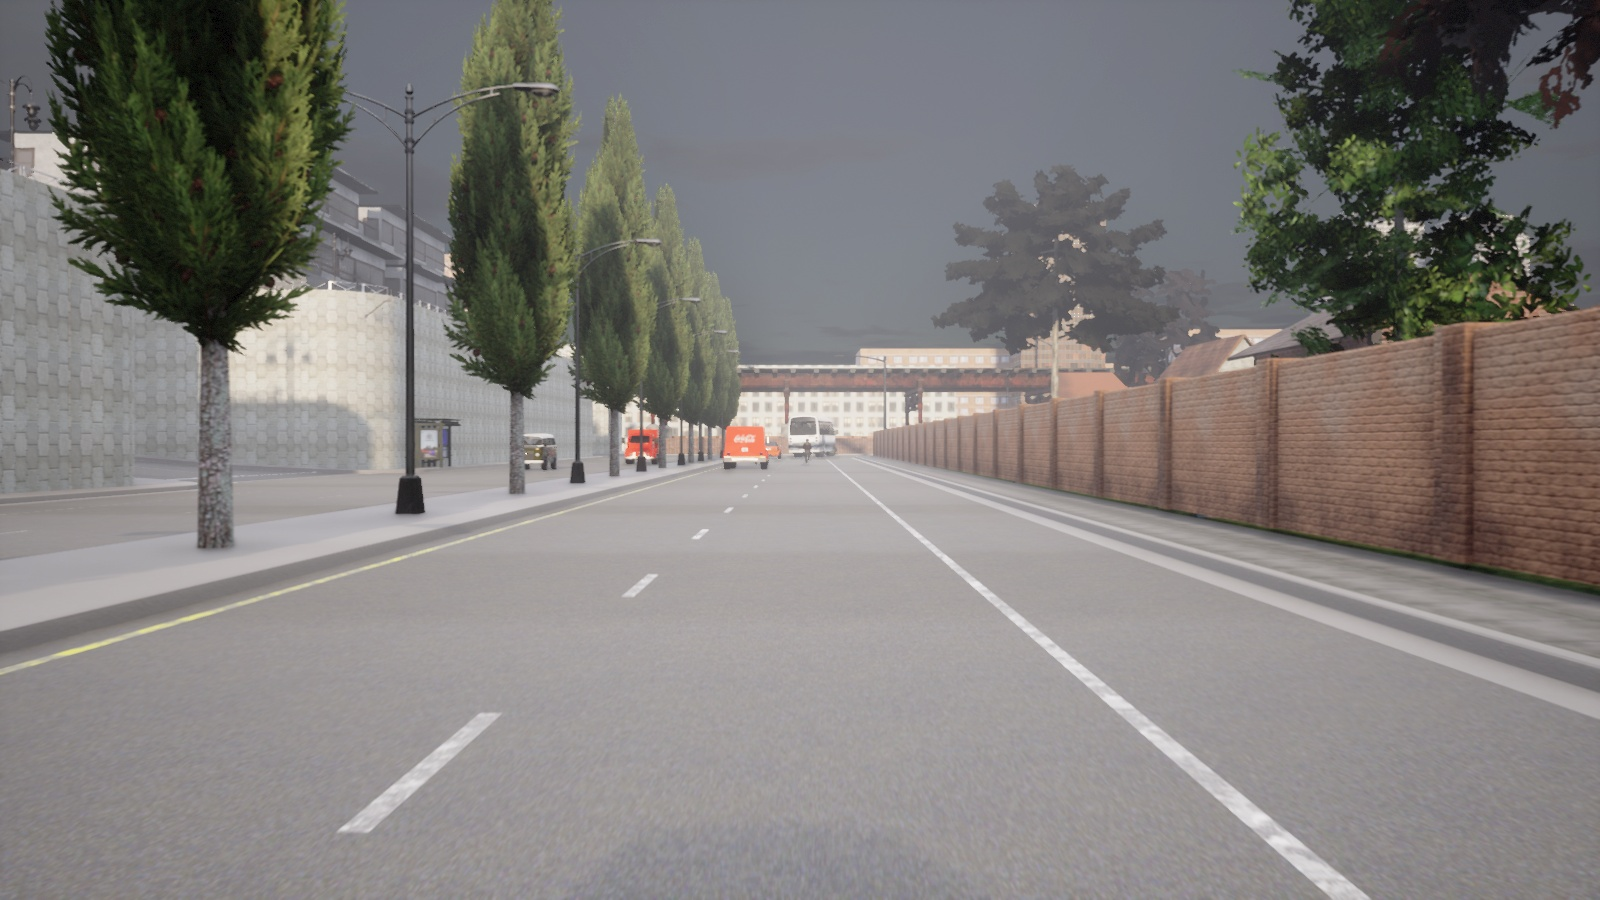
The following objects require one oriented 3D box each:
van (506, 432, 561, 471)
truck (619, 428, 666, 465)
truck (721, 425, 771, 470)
[{"bbox_3d":[-14.595,0.070,68.960,2.069,2.038,4.480,0,0,0],"label":"van"},{"bbox_3d":[-10.983,-0.246,88.155,2.627,2.467,5.204,0,0,0],"label":"truck"},{"bbox_3d":[-3.070,-0.153,72.831,2.627,2.467,5.204,0,0,0],"label":"truck"}]
